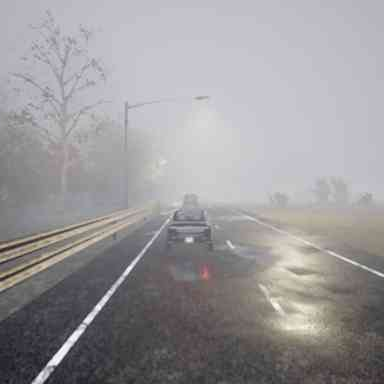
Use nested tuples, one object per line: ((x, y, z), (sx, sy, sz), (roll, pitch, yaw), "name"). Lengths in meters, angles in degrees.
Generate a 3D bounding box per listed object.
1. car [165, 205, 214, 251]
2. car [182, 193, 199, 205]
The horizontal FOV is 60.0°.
((-0.103, 1.510, 14.294), (2.128, 1.511, 4.902), (0, 0, 0), "car")
((-0.214, 1.276, 48.328), (2.150, 2.045, 5.566), (0, 0, 0), "car")
